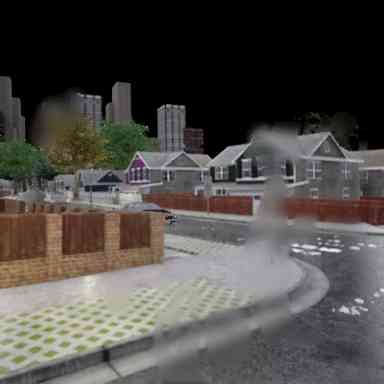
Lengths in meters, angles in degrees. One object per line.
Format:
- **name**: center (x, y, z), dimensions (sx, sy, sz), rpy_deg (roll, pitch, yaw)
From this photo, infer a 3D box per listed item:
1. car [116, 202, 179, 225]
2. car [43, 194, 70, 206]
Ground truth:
- **car**: center (-3.137, 1.387, 21.742), dimensions (2.033, 1.411, 5.357), rpy_deg (-2, 2, -40)
- **car**: center (-15.440, 1.001, 37.818), dimensions (2.097, 1.767, 4.553), rpy_deg (-2, 2, -35)
